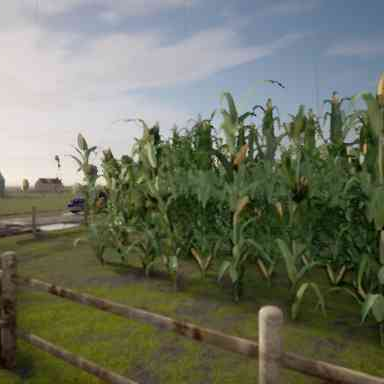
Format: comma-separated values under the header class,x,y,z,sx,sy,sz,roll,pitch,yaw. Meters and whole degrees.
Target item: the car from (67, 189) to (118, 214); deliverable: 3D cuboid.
class,x,y,z,sx,sy,sz,roll,pitch,yaw
car,-8.253,0.761,28.834,2.150,2.045,5.566,1,2,22
